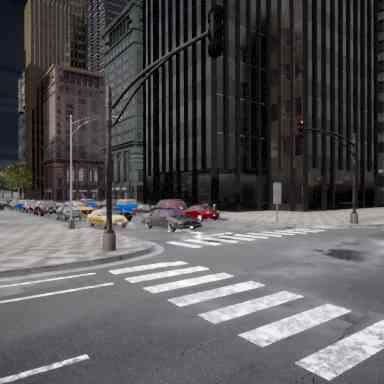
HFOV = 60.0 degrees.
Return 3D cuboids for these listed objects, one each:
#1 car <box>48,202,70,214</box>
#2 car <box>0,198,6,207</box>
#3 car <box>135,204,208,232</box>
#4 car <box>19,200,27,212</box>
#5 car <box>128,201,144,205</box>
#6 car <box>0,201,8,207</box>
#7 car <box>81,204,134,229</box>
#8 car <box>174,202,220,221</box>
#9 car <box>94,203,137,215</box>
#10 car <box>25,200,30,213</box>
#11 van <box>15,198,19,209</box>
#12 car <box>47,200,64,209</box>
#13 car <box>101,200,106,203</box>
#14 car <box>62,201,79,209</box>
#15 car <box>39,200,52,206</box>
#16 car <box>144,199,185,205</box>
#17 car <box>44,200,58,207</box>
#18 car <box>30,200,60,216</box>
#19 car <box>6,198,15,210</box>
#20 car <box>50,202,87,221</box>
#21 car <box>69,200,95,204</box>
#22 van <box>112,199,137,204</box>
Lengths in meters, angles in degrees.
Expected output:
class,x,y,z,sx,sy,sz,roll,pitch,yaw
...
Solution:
class,x,y,z,sx,sy,sz,roll,pitch,yaw
car,-18.652,2.171,46.433,1.812,1.442,4.674,0,-1,-35
car,-41.381,2.665,73.620,1.887,1.381,4.507,-1,0,-35
car,-1.565,1.793,22.397,2.033,1.411,5.357,0,-1,-36
car,-23.400,2.155,48.407,1.967,1.590,4.097,-1,0,-35
car,-5.324,2.003,37.774,1.802,1.307,4.206,-1,0,-35
car,-44.502,2.769,77.998,1.802,1.307,4.206,-1,0,-35
car,-6.277,1.842,24.403,1.752,1.417,4.829,-1,0,-35
car,0.573,1.827,29.484,1.887,1.381,4.507,-1,0,-35
car,-7.133,1.978,30.204,1.895,1.301,4.718,0,-1,-36
car,-20.561,2.195,44.430,1.887,1.381,4.507,-1,0,-35
van,-26.239,2.121,52.385,1.690,1.788,3.998,-1,0,-35
car,-25.024,2.314,60.791,1.882,1.535,5.008,0,-1,-35
car,-11.228,1.874,46.064,2.192,1.841,5.009,-1,0,-35
car,-22.762,2.405,62.199,1.802,1.307,4.206,-1,0,-35
car,-34.846,2.658,79.141,1.947,1.339,4.313,-1,0,-35
car,-2.381,1.667,33.629,2.192,1.841,5.009,-1,0,-35
car,-31.824,2.593,74.905,1.947,1.339,4.313,-1,0,-35
car,-17.729,1.899,40.452,2.192,1.841,5.009,-1,0,-35
car,-32.015,2.352,60.486,1.967,1.590,4.097,-1,0,-35
car,-12.049,2.003,32.496,2.008,1.369,4.403,-1,0,-35
car,-12.801,1.987,38.168,1.882,1.535,5.008,0,-1,-35
van,-8.279,1.831,41.919,1.690,1.788,3.998,-1,0,-35
